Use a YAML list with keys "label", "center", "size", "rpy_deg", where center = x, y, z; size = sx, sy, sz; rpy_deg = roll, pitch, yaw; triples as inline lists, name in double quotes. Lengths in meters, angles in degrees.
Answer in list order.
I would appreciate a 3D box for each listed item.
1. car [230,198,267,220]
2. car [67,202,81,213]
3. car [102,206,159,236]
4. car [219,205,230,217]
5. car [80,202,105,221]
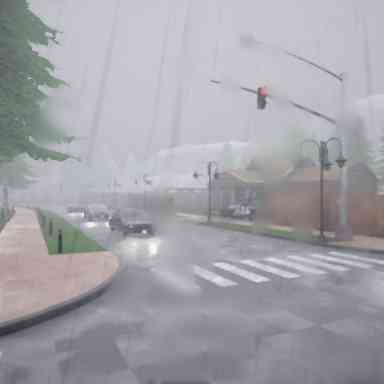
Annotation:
- label: "car"
  center: [6.096, 1.505, 29.380]
  size: [4.605, 1.855, 1.932]
  rpy_deg: [1, -1, -26]
- label: "car"
  center: [-14.335, 1.898, 41.490]
  size: [1.994, 1.385, 4.181]
  rpy_deg: [1, -1, -27]
- label: "car"
  center: [-3.646, 1.719, 19.832]
  size: [2.033, 1.411, 5.357]
  rpy_deg: [1, -1, -26]
- label: "car"
  center: [4.640, 1.520, 31.466]
  size: [3.866, 1.878, 1.905]
  rpy_deg: [1, -1, -26]
- label: "car"
  center: [-8.471, 1.772, 29.692]
  size: [1.812, 1.442, 4.674]
  rpy_deg: [1, -1, -26]
